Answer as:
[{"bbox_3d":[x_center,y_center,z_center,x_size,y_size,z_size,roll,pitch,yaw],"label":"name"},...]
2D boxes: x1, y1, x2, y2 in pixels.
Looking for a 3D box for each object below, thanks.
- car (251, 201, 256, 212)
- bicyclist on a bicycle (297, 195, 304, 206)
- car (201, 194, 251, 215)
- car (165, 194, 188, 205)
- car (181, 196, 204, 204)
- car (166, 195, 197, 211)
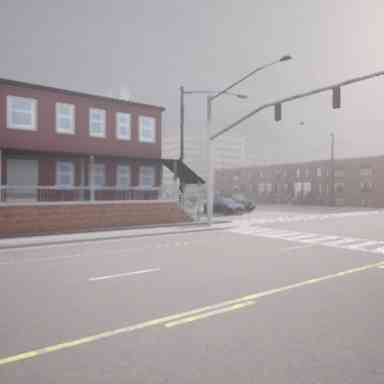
[{"bbox_3d":[4.550,1.197,37.131,2.150,2.045,5.566,0,0,-36],"label":"car"},{"bbox_3d":[16.086,1.259,49.341,1.656,1.620,0.582,0,0,-36],"label":"bicyclist on a bicycle"},{"bbox_3d":[3.205,1.331,32.996,2.097,1.767,4.553,0,0,-36],"label":"car"},{"bbox_3d":[-2.841,1.320,59.701,2.097,1.767,4.553,0,0,-36],"label":"car"},{"bbox_3d":[-0.010,1.470,61.759,1.837,1.490,4.892,0,0,-36],"label":"car"},{"bbox_3d":[-1.884,1.331,40.130,2.097,1.767,4.553,0,0,-36],"label":"car"}]
